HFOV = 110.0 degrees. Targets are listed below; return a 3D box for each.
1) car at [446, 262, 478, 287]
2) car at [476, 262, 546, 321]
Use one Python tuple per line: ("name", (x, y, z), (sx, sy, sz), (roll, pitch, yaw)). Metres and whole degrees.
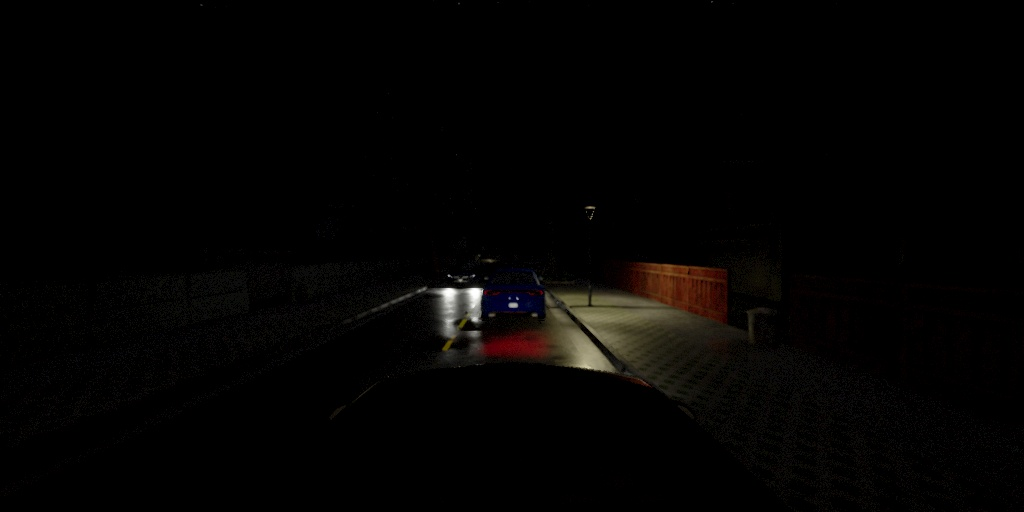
("car", (-2.908, 1.092, 22.503), (1.812, 1.442, 4.674), (0, 1, 0))
("car", (0.047, 1.136, 12.095), (1.882, 1.535, 5.008), (0, 1, 0))
